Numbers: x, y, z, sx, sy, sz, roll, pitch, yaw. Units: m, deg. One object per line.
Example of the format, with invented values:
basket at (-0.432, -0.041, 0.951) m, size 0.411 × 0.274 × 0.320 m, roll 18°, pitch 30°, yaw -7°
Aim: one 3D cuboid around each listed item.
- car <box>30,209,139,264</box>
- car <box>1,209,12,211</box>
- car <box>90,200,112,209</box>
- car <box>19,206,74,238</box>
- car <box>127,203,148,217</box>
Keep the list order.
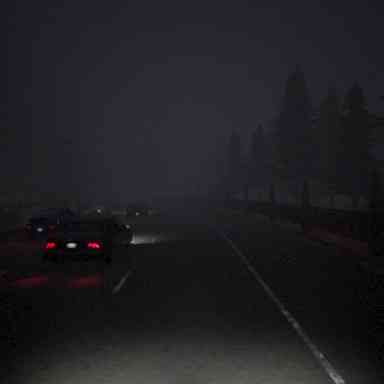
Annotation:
car at (-3.428, 1.561, 11.888) m, size 2.033 × 1.411 × 5.357 m, roll 0°, pitch 0°, yaw -1°
car at (-16.061, 1.636, 31.643) m, size 1.895 × 1.301 × 4.718 m, roll 0°, pitch 0°, yaw -12°
car at (-9.197, 1.563, 33.613) m, size 1.812 × 1.442 × 4.674 m, roll 0°, pitch 0°, yaw -11°
car at (-7.131, 1.545, 17.672) m, size 1.812 × 1.442 × 4.674 m, roll 0°, pitch 0°, yaw -3°
car at (-5.123, 1.635, 31.037) m, size 1.895 × 1.301 × 4.718 m, roll 0°, pitch 0°, yaw -10°
